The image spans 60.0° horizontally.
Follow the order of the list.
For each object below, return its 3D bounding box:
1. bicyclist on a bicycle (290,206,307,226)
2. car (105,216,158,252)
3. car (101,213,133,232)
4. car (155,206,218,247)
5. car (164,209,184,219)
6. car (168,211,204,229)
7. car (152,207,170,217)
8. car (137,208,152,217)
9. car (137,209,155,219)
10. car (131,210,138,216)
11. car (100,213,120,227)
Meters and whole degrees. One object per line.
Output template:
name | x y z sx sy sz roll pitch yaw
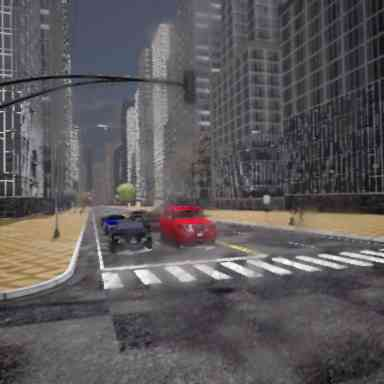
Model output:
bicyclist on a bicycle | 8.604 1.933 26.901 1.656 1.620 0.582 -1 -2 -17
car | -3.326 2.247 17.632 1.994 1.385 4.181 -1 -2 -17
car | -6.224 2.578 27.260 1.812 1.442 4.674 -1 -2 -17
car | -0.381 1.867 19.106 2.150 2.045 5.566 -1 -2 -17
car | -2.681 3.229 49.653 1.895 1.301 4.718 -1 -2 -17
car | -0.709 2.596 32.202 2.033 1.411 5.357 -1 -2 -17
car | -5.557 3.486 59.196 2.128 1.511 4.902 -1 -2 -17
car | -8.251 3.572 57.186 1.994 1.385 4.181 -1 -2 -17
car | -3.262 2.519 28.701 1.837 1.490 4.892 -1 -2 -16
car | -6.177 2.891 38.415 1.837 1.490 4.892 -1 -2 -17
car | -9.172 3.029 37.088 1.895 1.301 4.718 -1 -2 -17
